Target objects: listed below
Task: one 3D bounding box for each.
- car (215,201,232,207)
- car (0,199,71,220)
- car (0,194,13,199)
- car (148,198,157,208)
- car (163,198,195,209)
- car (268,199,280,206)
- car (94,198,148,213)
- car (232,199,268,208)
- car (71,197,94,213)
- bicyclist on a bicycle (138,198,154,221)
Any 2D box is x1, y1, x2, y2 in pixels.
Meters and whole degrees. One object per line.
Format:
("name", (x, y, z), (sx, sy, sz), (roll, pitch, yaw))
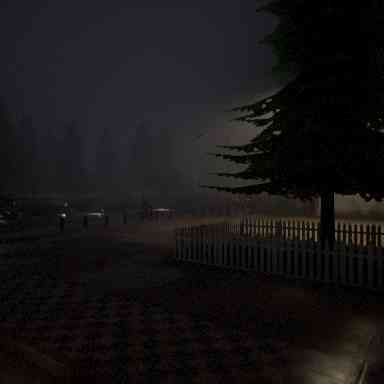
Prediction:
("car", (5.147, 1.564, 48.961), (1.994, 1.385, 4.181), (0, 0, 35))
("car", (-13.687, 1.547, 28.861), (2.033, 1.411, 5.357), (0, 0, 35))
("car", (-18.174, 1.222, 28.597), (2.150, 2.045, 5.566), (0, 0, 35))
("car", (-6.621, 1.526, 44.779), (1.812, 1.442, 4.674), (0, 0, 36))
("car", (-1.665, 1.547, 45.680), (2.033, 1.411, 5.357), (0, 0, 36))
("car", (14.328, 1.547, 55.741), (2.033, 1.411, 5.357), (0, 0, 36))
("car", (-7.838, 1.547, 37.055), (2.033, 1.411, 5.357), (0, 0, 35))
("car", (8.414, 1.221, 47.443), (2.150, 2.045, 5.566), (0, 0, 36))
("car", (-12.570, 1.352, 36.448), (2.097, 1.767, 4.553), (0, 0, 36))
("bicyclist on a bicycle", (-3.385, 1.302, 24.388), (1.656, 1.620, 0.582), (0, 0, 36))
